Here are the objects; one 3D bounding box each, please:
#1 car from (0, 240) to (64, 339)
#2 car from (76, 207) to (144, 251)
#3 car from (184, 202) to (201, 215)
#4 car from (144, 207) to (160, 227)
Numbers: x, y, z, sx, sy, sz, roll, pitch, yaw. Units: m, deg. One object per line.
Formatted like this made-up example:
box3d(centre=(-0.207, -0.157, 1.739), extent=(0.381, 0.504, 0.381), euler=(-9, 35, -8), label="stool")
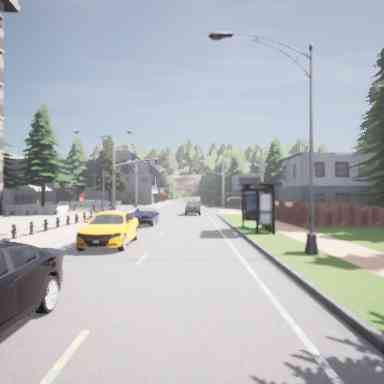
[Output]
box3d(centre=(-3.600, 1.520, 4.921), extent=(1.882, 1.535, 5.008), euler=(0, 0, 0), label="car")
box3d(centre=(-3.592, 1.603, 14.883), extent=(1.882, 1.535, 5.008), euler=(0, 0, 0), label="car")
box3d(centre=(0.079, 1.867, 38.141), extent=(2.033, 1.411, 5.357), euler=(0, 0, 0), label="car")
box3d(centre=(-3.562, 1.810, 24.982), extent=(1.895, 1.301, 4.718), euler=(0, 0, 0), label="car")
